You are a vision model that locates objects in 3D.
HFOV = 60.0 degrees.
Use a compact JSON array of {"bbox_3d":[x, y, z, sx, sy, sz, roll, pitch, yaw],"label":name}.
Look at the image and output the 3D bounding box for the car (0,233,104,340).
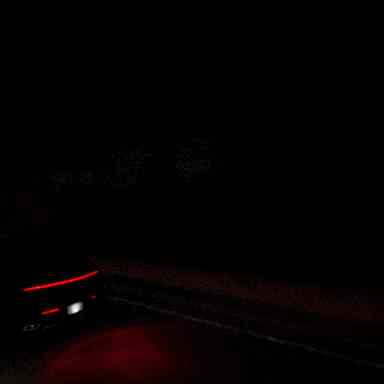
[{"bbox_3d":[-3.862,1.575,6.441,4.892,1.490,1.837,-1,-1,32],"label":"car"}]
